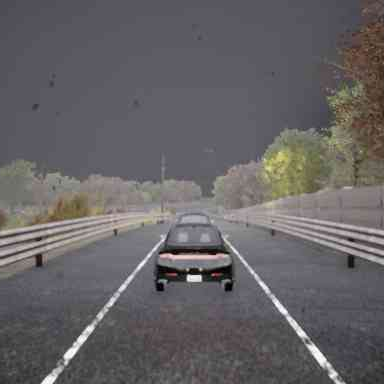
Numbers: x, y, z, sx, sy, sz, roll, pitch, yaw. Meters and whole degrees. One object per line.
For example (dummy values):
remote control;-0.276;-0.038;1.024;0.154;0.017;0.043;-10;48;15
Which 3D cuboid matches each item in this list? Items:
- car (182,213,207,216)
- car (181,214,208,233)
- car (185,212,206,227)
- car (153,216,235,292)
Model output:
car;0.107;1.850;17.139;1.882;1.535;5.008;0;-2;0
car;0.194;2.356;25.597;1.895;1.301;4.718;0;-3;1
car;0.451;2.829;34.233;2.033;1.411;5.357;0;-4;2
car;0.062;1.626;9.275;2.128;1.511;4.902;0;-1;0
